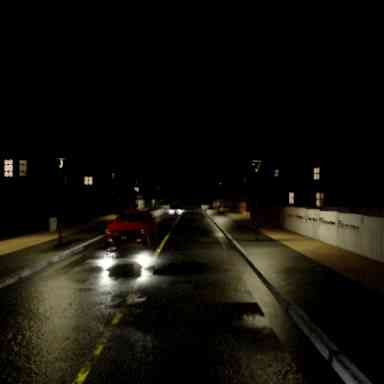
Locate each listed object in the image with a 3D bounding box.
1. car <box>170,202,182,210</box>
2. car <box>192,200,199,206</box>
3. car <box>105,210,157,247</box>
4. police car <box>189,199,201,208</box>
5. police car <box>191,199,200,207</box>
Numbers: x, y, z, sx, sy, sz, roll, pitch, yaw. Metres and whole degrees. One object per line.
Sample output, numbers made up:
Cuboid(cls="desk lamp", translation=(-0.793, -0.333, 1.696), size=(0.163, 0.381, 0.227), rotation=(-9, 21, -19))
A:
Cuboid(cls="car", translation=(-2.805, 2.377, 57.763), size=(1.895, 1.301, 4.718), rotation=(0, -1, 1))
Cuboid(cls="car", translation=(0.822, 2.686, 82.125), size=(1.837, 1.490, 4.892), rotation=(0, -1, 0))
Cuboid(cls="car", translation=(-2.849, 1.670, 16.400), size=(1.882, 1.535, 5.008), rotation=(0, -1, 0))
Cuboid(cls="police car", translation=(0.823, 2.337, 66.237), size=(1.930, 1.638, 5.238), rotation=(0, -1, 0))
Cuboid(cls="police car", translation=(0.822, 2.505, 76.237), size=(1.930, 1.638, 5.238), rotation=(0, -1, 0))
